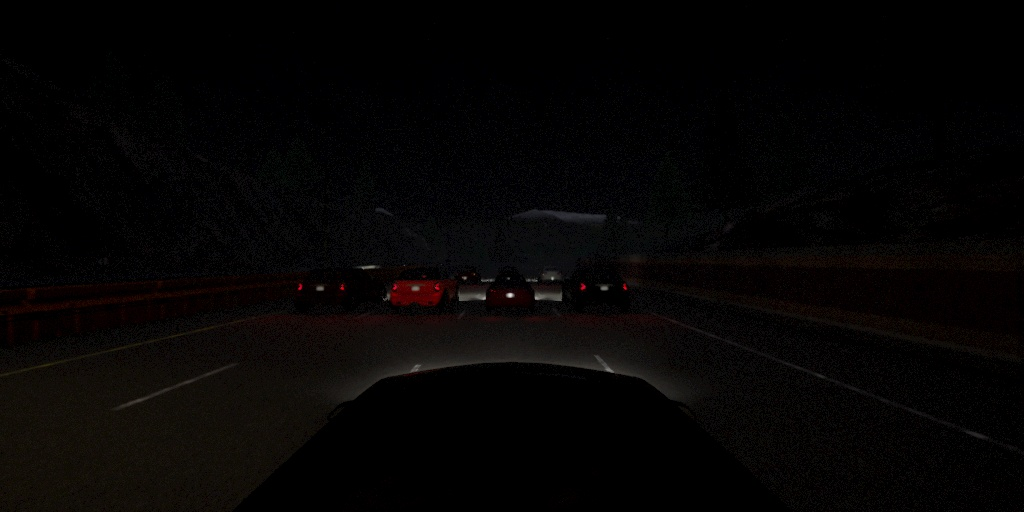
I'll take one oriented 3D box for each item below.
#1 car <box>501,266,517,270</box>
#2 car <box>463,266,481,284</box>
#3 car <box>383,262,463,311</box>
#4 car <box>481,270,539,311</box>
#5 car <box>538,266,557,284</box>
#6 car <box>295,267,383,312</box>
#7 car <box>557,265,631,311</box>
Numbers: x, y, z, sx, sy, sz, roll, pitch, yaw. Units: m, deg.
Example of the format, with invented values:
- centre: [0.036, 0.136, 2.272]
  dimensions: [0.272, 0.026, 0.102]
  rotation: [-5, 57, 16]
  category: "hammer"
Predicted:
- centre: [-0.249, 1.593, 30.890]
  dimensions: [1.812, 1.442, 4.674]
  rotation: [0, 0, 0]
  category: "car"
- centre: [-3.748, 1.593, 30.833]
  dimensions: [1.812, 1.442, 4.674]
  rotation: [0, 0, 0]
  category: "car"
- centre: [-3.574, 1.250, 15.367]
  dimensions: [2.097, 1.767, 4.553]
  rotation: [0, -1, 0]
  category: "car"
- centre: [-0.074, 1.465, 15.471]
  dimensions: [1.994, 1.385, 4.181]
  rotation: [0, -1, 0]
  category: "car"
- centre: [3.252, 1.594, 30.927]
  dimensions: [1.812, 1.442, 4.674]
  rotation: [0, 0, 0]
  category: "car"
- centre: [-7.074, 1.250, 15.322]
  dimensions: [2.097, 1.767, 4.553]
  rotation: [0, -1, 0]
  category: "car"
- centre: [3.425, 1.251, 15.456]
  dimensions: [2.097, 1.767, 4.553]
  rotation: [0, -1, 0]
  category: "car"
